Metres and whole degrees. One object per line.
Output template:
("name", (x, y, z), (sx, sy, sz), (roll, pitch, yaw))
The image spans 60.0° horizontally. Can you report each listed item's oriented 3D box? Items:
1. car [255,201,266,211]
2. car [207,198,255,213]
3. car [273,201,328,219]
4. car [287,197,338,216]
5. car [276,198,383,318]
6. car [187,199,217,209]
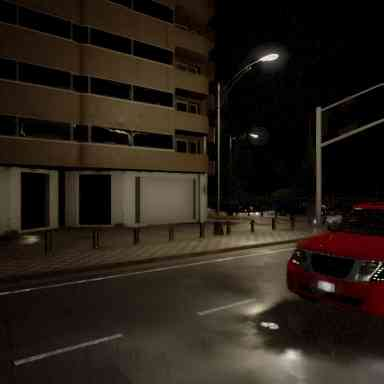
("car", (6.889, 1.560, 41.069), (1.837, 1.490, 4.892), (0, 0, -36))
("car", (4.332, 1.603, 38.630), (2.033, 1.411, 5.357), (0, 0, -36))
("car", (9.961, 1.581, 30.865), (1.812, 1.442, 4.674), (0, 0, -37))
("car", (12.139, 1.407, 33.799), (2.097, 1.767, 4.553), (0, 0, -36))
("car", (4.477, 1.221, 7.175), (5.566, 2.045, 2.150), (0, 0, -36))
("car", (1.411, 1.656, 48.666), (1.895, 1.301, 4.718), (0, 0, -36))
